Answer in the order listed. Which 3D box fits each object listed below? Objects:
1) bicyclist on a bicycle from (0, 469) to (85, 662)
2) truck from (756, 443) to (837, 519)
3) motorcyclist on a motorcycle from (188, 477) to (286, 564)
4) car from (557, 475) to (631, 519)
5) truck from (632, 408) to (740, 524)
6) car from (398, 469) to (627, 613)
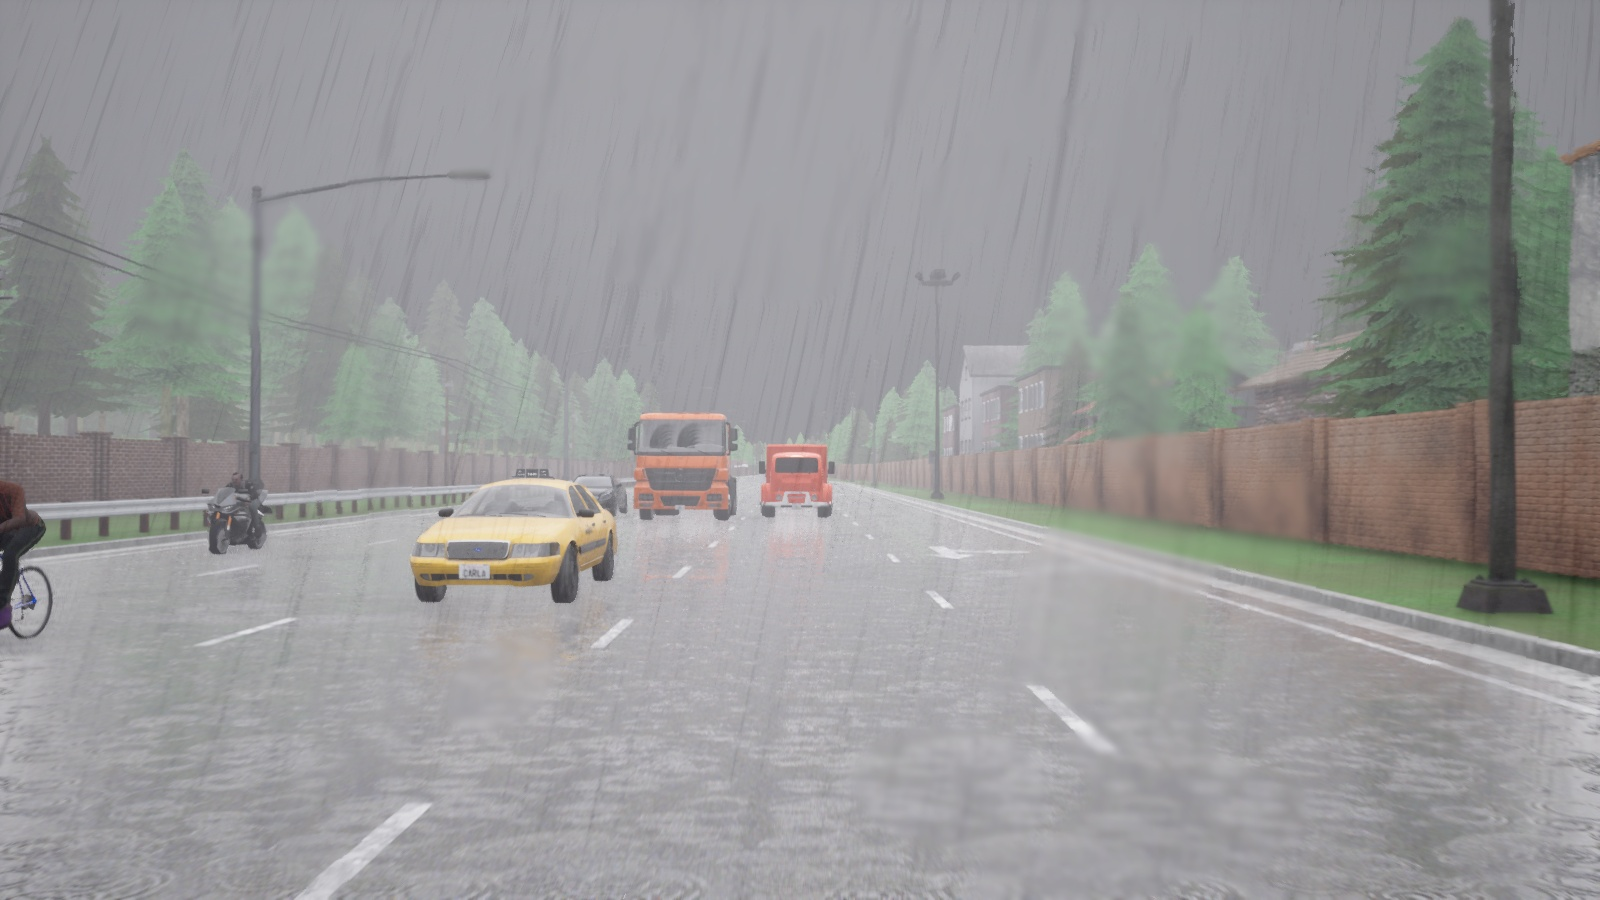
[{"bbox_3d":[-7.028,0.980,10.998,0.582,1.620,1.656,0,-1,0],"label":"bicyclist on a bicycle"},{"bbox_3d":[-0.110,1.055,43.416,2.627,2.467,5.204,0,-1,0],"label":"truck"},{"bbox_3d":[-10.559,1.288,23.636,0.866,1.530,2.191,0,-1,0],"label":"motorcyclist on a motorcycle"},{"bbox_3d":[-7.109,1.601,43.709,1.812,1.442,4.674,0,-1,0],"label":"car"},{"bbox_3d":[-3.608,0.546,41.740,2.891,3.462,7.936,0,-1,0],"label":"truck"},{"bbox_3d":[-3.542,1.045,16.530,1.801,1.575,5.366,0,-1,0],"label":"car"}]
